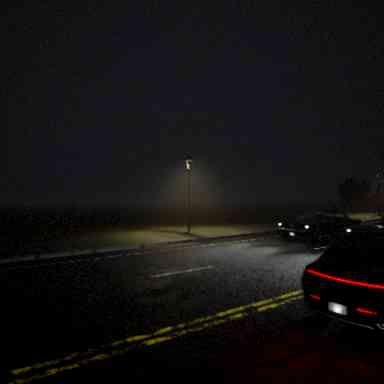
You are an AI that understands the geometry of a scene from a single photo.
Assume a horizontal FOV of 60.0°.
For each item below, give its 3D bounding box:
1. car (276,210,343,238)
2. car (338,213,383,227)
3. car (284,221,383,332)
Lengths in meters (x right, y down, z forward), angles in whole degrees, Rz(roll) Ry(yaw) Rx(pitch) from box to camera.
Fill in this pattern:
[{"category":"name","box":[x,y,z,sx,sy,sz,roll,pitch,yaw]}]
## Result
[{"category":"car","box":[6.293,1.594,16.327,4.718,1.301,1.895,0,0,-36]},{"category":"car","box":[8.309,1.591,13.775,4.718,1.301,1.895,0,0,-36]},{"category":"car","box":[4.163,1.500,6.462,4.892,1.490,1.837,0,0,-36]}]
